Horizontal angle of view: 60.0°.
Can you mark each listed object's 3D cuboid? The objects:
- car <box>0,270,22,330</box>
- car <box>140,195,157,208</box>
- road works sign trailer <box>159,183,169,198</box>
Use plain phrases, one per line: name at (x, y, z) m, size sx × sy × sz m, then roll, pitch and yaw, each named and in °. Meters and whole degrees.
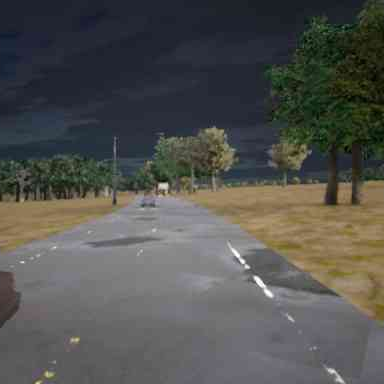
car at (-3.632, 1.551, 2.994) m, size 2.033 × 1.411 × 5.357 m, roll 0°, pitch 0°, yaw 0°
car at (-5.569, 1.233, 42.773) m, size 1.837 × 1.490 × 4.892 m, roll 0°, pitch 1°, yaw -5°
road works sign trailer at (-6.940, -0.391, 81.446) m, size 2.380 × 3.560 × 2.880 m, roll 0°, pitch 1°, yaw -10°
